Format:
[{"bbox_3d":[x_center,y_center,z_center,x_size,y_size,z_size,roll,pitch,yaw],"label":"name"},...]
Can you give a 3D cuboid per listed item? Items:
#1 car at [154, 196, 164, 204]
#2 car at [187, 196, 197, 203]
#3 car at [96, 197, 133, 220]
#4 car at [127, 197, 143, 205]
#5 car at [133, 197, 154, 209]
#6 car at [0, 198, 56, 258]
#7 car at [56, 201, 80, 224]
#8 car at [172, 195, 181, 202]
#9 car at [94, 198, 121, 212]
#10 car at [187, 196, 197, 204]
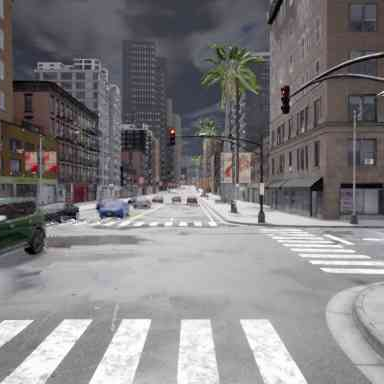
[{"bbox_3d":[-6.611,1.436,65.228,1.882,1.535,5.008,0,0,0],"label":"car"},{"bbox_3d":[-0.045,1.502,71.377,1.994,1.385,4.181,0,0,0],"label":"car"},{"bbox_3d":[-6.597,1.471,28.598,1.882,1.535,5.008,0,0,-2],"label":"car"},{"bbox_3d":[-9.911,1.570,58.068,1.895,1.301,4.718,0,0,0],"label":"car"},{"bbox_3d":[-6.668,1.511,44.641,1.812,1.442,4.674,0,0,0],"label":"car"},{"bbox_3d":[-6.613,1.245,10.463,2.150,2.045,5.566,0,1,0],"label":"car"},{"bbox_3d":[-9.893,1.462,24.628,1.882,1.535,5.008,0,0,0],"label":"car"},{"bbox_3d":[-3.285,1.440,70.908,2.128,1.511,4.902,0,0,0],"label":"car"},{"bbox_3d":[-9.913,1.467,39.359,1.882,1.535,5.008,0,0,0],"label":"car"},{"bbox_3d":[0.000,1.440,61.335,1.882,1.535,5.008,0,0,0],"label":"car"}]
